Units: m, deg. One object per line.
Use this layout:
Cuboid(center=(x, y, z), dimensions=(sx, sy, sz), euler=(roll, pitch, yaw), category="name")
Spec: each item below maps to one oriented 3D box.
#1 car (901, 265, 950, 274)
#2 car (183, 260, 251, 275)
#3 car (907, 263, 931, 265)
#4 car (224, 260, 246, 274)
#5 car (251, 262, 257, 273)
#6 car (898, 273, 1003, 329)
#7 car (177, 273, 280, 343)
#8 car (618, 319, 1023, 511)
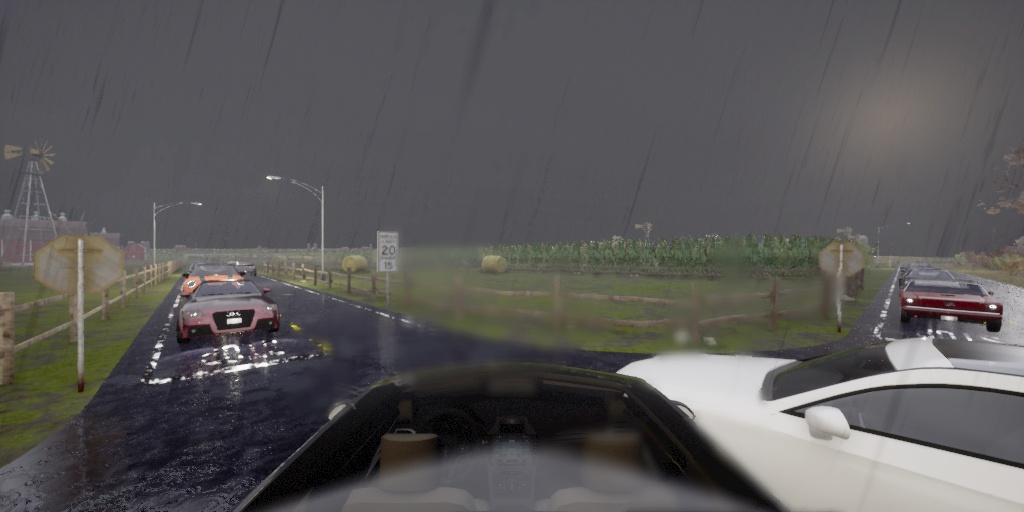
Cuboid(center=(20.690, 1.350, 17.823), dimensions=(5.357, 1.411, 2.033), euler=(0, 1, -42), category="car")
Cuboid(center=(-13.629, 1.132, 16.453), dimensions=(2.097, 1.767, 4.553), euler=(0, 0, -41), category="car")
Cuboid(center=(27.478, 1.383, 24.041), dimensions=(4.181, 1.385, 1.994), euler=(0, 1, -43), category="car")
Cuboid(center=(-33.472, 1.280, 43.247), dimensions=(1.837, 1.490, 4.892), euler=(0, 0, -41), category="car")
Cuboid(center=(-26.791, 1.263, 35.753), dimensions=(2.128, 1.511, 4.902), euler=(0, 0, -41), category="car")
Cuboid(center=(13.578, 1.390, 11.298), dimensions=(4.718, 1.301, 1.895), euler=(0, 1, -43), category="car")
Cuboid(center=(-7.888, 1.350, 9.938), dimensions=(1.994, 1.385, 4.181), euler=(0, 0, -42), category="car")
Cuboid(center=(2.850, 1.293, 2.293), dimensions=(1.812, 1.442, 4.674), euler=(0, 1, -44), category="car")
